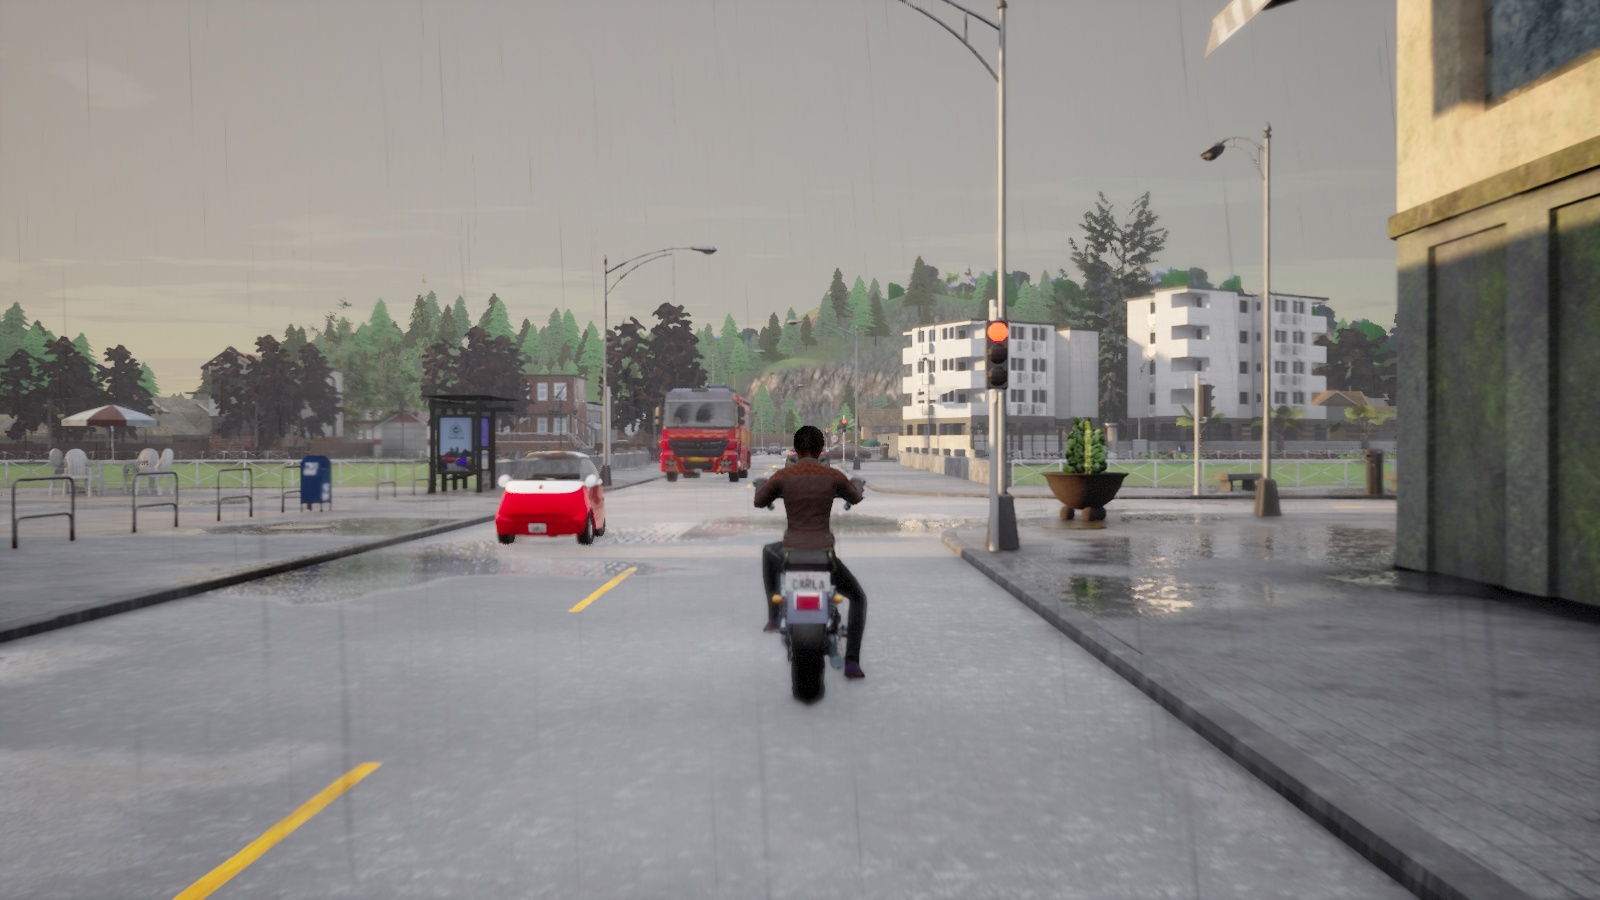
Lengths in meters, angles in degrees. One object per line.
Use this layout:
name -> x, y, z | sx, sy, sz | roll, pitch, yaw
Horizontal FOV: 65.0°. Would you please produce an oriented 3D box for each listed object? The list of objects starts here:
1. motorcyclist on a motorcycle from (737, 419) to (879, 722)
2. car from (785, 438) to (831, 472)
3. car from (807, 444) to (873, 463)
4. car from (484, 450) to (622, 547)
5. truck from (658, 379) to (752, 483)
motorcyclist on a motorcycle -> 0.057, 0.651, 8.002 | 0.766, 1.649, 2.350 | 0, 0, 1
car -> 0.375, 0.232, 63.266 | 2.242, 1.667, 4.611 | 0, 0, 0
car -> 3.049, 0.231, 95.822 | 4.674, 1.442, 1.812 | 0, 0, -14
car -> -3.678, 0.691, 18.963 | 1.481, 1.376, 2.207 | 0, 0, 5
truck -> -3.660, -0.707, 50.466 | 2.891, 3.827, 8.468 | 0, 0, 2
